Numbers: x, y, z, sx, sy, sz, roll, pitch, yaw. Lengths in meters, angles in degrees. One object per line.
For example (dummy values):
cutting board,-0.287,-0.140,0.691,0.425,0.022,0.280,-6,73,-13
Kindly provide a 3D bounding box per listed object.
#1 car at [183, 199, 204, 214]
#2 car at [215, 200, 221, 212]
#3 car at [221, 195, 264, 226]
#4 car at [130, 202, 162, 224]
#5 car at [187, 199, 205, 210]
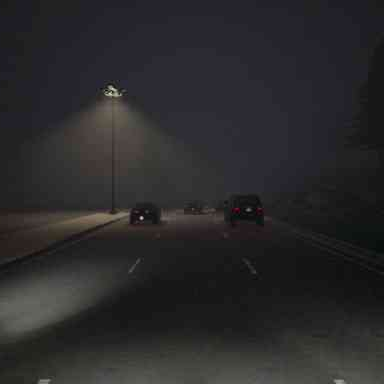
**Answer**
car,0.136,1.526,35.139,1.812,1.442,4.674,0,0,1
car,3.769,1.563,39.271,1.994,1.385,4.181,0,0,1
car,3.600,1.221,23.723,2.150,2.045,5.566,0,0,0
car,-3.400,1.504,24.880,1.837,1.490,4.892,0,0,0
car,0.608,1.601,44.317,1.895,1.301,4.718,0,0,6
